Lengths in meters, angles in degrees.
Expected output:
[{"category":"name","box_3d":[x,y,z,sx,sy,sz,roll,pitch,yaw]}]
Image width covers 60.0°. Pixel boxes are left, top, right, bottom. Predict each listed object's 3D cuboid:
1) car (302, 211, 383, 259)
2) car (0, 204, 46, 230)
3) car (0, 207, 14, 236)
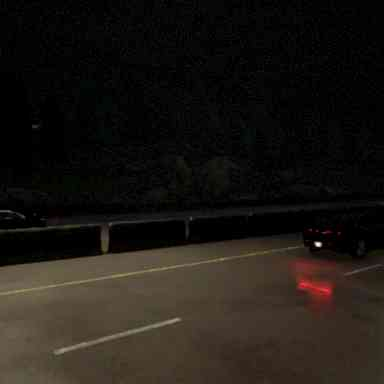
[{"category":"car","box_3d":[6.159,1.469,12.462,4.892,1.490,1.837,0,0,-36]},{"category":"car","box_3d":[-9.112,1.495,14.689,4.902,1.511,2.128,0,0,-36]},{"category":"car","box_3d":[-11.696,1.570,17.143,4.181,1.385,1.994,0,0,-36]}]
